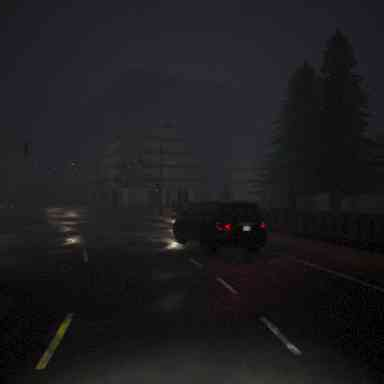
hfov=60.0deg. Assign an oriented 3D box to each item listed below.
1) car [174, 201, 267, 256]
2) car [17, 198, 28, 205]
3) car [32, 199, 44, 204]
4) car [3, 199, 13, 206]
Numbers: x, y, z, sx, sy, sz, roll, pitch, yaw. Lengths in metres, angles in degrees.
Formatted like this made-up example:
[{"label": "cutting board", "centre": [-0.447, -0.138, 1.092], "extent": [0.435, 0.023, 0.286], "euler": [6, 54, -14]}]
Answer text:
[{"label": "car", "centre": [0.960, 1.367, 14.063], "extent": [2.150, 2.045, 5.566], "euler": [0, 0, -21]}, {"label": "car", "centre": [-41.417, 2.335, 81.857], "extent": [1.812, 1.442, 4.674], "euler": [0, -1, -30]}, {"label": "car", "centre": [-38.587, 2.385, 83.954], "extent": [1.994, 1.385, 4.181], "euler": [0, -1, -30]}, {"label": "car", "centre": [-41.138, 2.217, 74.386], "extent": [1.882, 1.535, 5.008], "euler": [0, -1, -30]}]
